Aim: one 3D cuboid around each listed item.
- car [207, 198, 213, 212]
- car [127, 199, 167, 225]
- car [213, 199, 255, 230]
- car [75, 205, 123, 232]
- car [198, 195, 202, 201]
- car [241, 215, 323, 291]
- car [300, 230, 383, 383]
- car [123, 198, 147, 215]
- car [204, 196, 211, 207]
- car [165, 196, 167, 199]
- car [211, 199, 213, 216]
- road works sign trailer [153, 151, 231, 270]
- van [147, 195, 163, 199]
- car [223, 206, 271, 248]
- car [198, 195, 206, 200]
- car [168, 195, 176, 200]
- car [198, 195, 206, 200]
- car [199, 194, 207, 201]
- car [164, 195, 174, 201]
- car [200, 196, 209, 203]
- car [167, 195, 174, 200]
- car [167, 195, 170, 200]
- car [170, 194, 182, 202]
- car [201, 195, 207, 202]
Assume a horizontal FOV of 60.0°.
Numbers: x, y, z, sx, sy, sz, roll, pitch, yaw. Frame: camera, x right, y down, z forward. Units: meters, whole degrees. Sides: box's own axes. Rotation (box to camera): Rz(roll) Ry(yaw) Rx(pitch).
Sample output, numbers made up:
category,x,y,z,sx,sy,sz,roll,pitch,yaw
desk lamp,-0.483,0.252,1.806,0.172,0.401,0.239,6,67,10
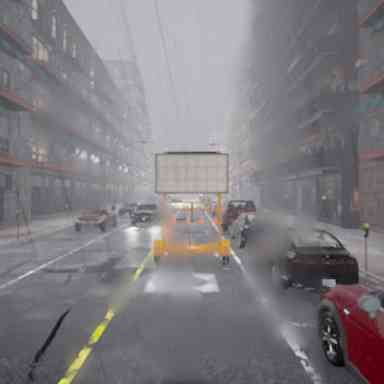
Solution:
category,x,y,z,sx,sy,sz,roll,pitch,yaw
car,2.707,1.523,31.425,1.887,1.381,4.507,1,0,0
car,-3.096,1.490,23.725,1.837,1.490,4.892,0,0,0
car,2.707,1.304,20.084,2.192,1.841,5.009,1,0,0
car,-5.677,1.571,20.143,1.802,1.307,4.206,1,0,0
car,2.715,1.380,65.450,1.967,1.590,4.097,1,0,0
car,2.702,1.547,8.741,2.008,1.369,4.403,1,0,0
car,2.702,1.439,3.071,1.967,1.590,4.097,1,0,0
car,-5.674,1.545,31.486,1.947,1.339,4.313,1,0,0
car,2.708,1.518,37.096,1.887,1.381,4.507,1,0,0
car,-5.669,1.500,54.171,1.887,1.381,4.507,1,0,0
car,2.706,1.509,25.924,1.752,1.417,4.829,1,0,0
road works sign trailer,0.001,0.459,11.020,2.380,3.560,2.880,0,0,0
van,-5.667,1.303,48.500,1.690,1.788,3.998,1,0,0
car,2.703,1.544,14.412,2.008,1.369,4.403,1,0,0
car,2.719,1.444,93.804,2.008,1.369,4.403,1,0,0
car,-5.661,1.444,93.871,2.008,1.369,4.403,1,0,0
car,2.718,1.448,88.134,1.887,1.381,4.507,1,0,0
car,2.718,1.353,82.462,1.967,1.590,4.097,1,0,0
car,-5.663,1.478,82.529,1.947,1.339,4.313,1,0,0
car,2.716,1.513,71.123,1.802,1.307,4.206,1,0,0
car,-5.662,1.429,88.030,1.752,1.417,4.829,1,0,0
car,-5.668,1.499,59.843,2.008,1.369,4.403,1,0,0
car,-3.003,1.496,66.322,1.994,1.385,4.181,0,0,1
car,2.710,1.487,48.608,1.752,1.417,4.829,1,0,0
